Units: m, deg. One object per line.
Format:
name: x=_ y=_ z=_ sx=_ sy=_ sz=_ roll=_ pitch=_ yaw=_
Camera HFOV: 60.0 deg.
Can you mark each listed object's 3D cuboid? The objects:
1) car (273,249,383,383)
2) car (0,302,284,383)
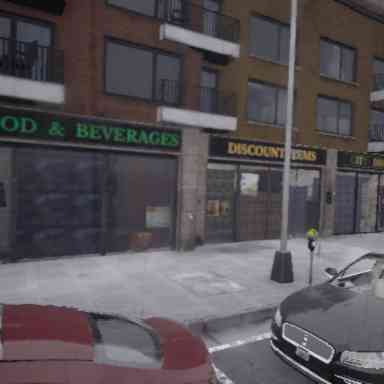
car: x=3.079 y=1.505 z=4.570 sx=4.403 sy=1.369 sz=2.008 roll=1 pitch=2 yaw=-29
car: x=-1.733 y=1.446 z=1.869 sx=4.206 sy=1.307 sz=1.802 roll=1 pitch=2 yaw=-29
